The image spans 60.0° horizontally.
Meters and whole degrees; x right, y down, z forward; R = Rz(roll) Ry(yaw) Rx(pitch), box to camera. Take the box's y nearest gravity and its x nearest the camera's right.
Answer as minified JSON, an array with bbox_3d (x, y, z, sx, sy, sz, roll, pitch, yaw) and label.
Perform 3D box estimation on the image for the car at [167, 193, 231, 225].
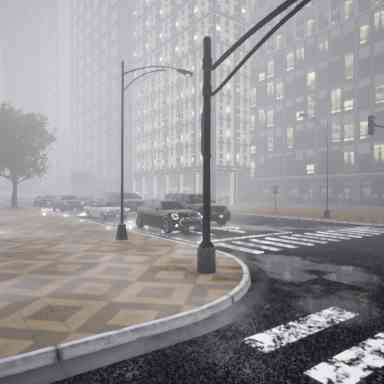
[{"bbox_3d":[0.112,1.085,22.117,2.150,2.045,5.566,0,0,-37],"label":"car"}]

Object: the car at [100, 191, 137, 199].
[{"bbox_3d":[-6.067,1.001,30.431,2.150,2.045,5.566,0,0,-37],"label":"car"}]

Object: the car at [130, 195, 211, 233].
[{"bbox_3d":[-1.327,1.216,18.607,2.097,1.767,4.553,0,0,-37],"label":"car"}]

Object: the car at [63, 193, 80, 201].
[{"bbox_3d":[-23.775,0.987,65.450,1.812,1.442,4.674,0,0,-37],"label":"car"}]

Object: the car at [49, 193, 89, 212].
[{"bbox_3d":[-12.569,1.062,33.725,2.097,1.767,4.553,0,0,-37],"label":"car"}]

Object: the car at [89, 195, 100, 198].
[{"bbox_3d":[-12.176,1.184,38.649,2.128,1.511,4.902,0,0,-37],"label":"car"}]

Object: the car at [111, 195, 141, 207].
[{"bbox_3d":[-9.071,1.180,45.684,2.128,1.511,4.902,0,0,-37],"label":"car"}]

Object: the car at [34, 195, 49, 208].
[{"bbox_3d":[-18.575,1.114,41.853,2.128,1.511,4.902,0,0,-36],"label":"car"}]

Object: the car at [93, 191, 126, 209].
[{"bbox_3d":[-10.564,0.914,42.249,2.150,2.045,5.566,0,0,-37],"label":"car"}]

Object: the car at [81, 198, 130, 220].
[{"bbox_3d":[-6.697,1.393,25.817,1.895,1.301,4.718,0,0,-37],"label":"car"}]

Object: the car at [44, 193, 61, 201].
[{"bbox_3d":[-26.952,1.000,64.275,1.994,1.385,4.181,0,0,-37],"label":"car"}]
